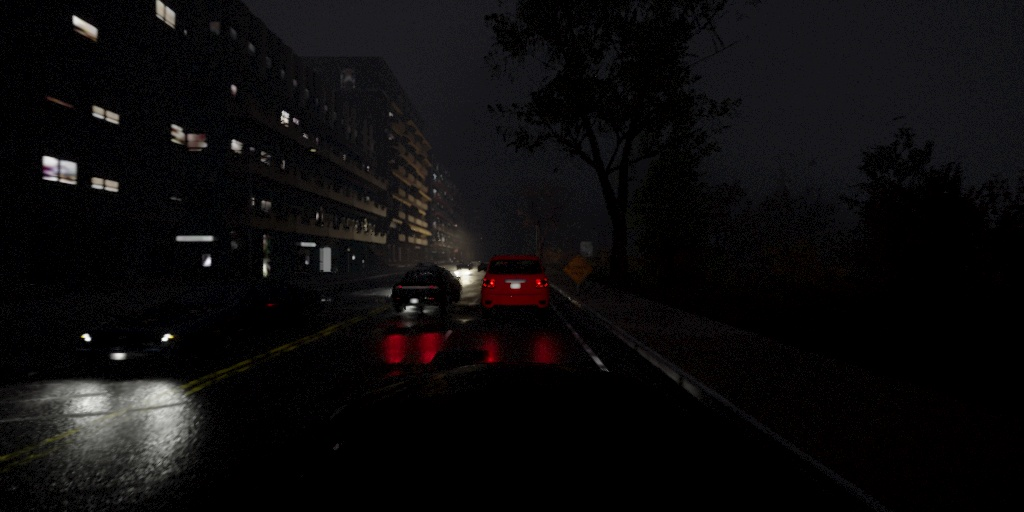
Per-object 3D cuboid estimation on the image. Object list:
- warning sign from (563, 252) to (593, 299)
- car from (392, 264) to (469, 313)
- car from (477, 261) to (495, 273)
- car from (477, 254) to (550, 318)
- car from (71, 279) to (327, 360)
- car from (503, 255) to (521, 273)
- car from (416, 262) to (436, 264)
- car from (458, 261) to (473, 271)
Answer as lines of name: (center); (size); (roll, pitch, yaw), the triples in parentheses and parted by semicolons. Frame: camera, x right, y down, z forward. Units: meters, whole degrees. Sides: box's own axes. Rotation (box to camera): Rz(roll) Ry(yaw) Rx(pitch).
warning sign: (2.850, 0.856, 15.448); (1.300, 1.860, 1.060); (0, 0, 0)
car: (-3.150, 1.233, 13.987); (2.128, 1.511, 4.902); (0, 0, 0)
car: (-3.252, 1.289, 45.132); (1.994, 1.385, 4.181); (0, 0, 0)
car: (0.101, 0.964, 13.161); (2.150, 2.045, 5.566); (0, 0, 0)
car: (-6.602, 1.293, 8.675); (2.033, 1.411, 5.357); (0, 0, 0)
car: (-0.003, 0.946, 44.714); (2.150, 2.045, 5.566); (0, 0, 0)
car: (-6.599, 1.225, 27.283); (2.128, 1.511, 4.902); (0, 0, 0)
car: (-6.503, 1.324, 49.617); (1.895, 1.301, 4.718); (0, 0, 0)
